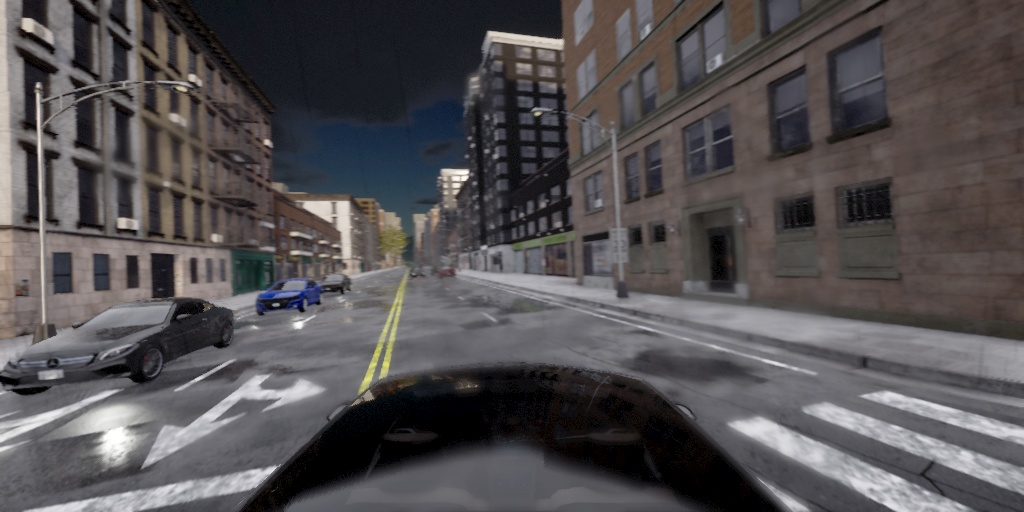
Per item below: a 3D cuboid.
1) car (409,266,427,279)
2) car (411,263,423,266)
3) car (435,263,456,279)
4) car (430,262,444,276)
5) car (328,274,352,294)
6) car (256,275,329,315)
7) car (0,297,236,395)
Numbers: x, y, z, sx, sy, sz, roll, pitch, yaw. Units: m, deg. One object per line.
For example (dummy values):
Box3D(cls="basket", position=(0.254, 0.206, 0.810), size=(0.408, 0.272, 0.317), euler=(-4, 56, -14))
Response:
Box3D(cls="car", position=(-12.428, 2.360, 47.788), size=(1.895, 1.301, 4.718), euler=(-3, -1, -16))
Box3D(cls="car", position=(-15.144, 2.193, 57.271), size=(2.150, 2.045, 5.566), euler=(-3, -1, -16))
Box3D(cls="car", position=(-8.011, 1.993, 44.110), size=(1.882, 1.535, 5.008), euler=(-3, -1, -16))
Box3D(cls="car", position=(-11.847, 2.037, 57.561), size=(2.150, 2.045, 5.566), euler=(-3, -1, -16))
Box3D(cls="car", position=(-13.655, 2.119, 27.680), size=(1.882, 1.535, 5.008), euler=(-3, -1, -16))
Box3D(cls="car", position=(-10.872, 1.894, 17.859), size=(1.882, 1.535, 5.008), euler=(-3, -1, -16))
Box3D(cls="car", position=(-8.078, 1.713, 8.046), size=(1.812, 1.442, 4.674), euler=(-3, -1, -15))
